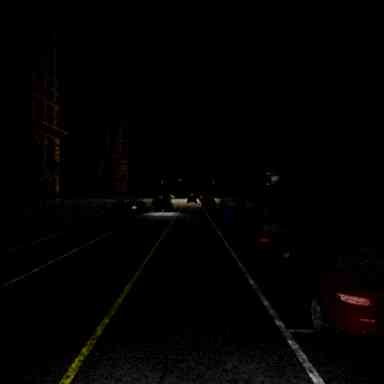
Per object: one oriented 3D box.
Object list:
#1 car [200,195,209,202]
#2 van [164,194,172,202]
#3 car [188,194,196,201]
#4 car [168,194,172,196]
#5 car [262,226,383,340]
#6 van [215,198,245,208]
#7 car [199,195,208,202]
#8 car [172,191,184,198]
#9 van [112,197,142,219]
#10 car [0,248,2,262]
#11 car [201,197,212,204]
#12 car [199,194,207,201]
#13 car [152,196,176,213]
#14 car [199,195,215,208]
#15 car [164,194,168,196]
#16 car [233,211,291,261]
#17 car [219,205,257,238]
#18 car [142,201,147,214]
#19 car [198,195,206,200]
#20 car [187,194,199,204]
[{"bbox_3d":[2.745,1.516,74.232,1.752,1.417,4.829,0,0,0],"label":"car"},{"bbox_3d":[-5.782,1.328,79.700,1.690,1.788,3.998,0,0,0],"label":"van"},{"bbox_3d":[-0.017,1.372,85.202,2.128,1.511,4.902,0,0,0],"label":"car"},{"bbox_3d":[-5.779,1.560,68.418,1.947,1.339,4.313,0,0,0],"label":"car"},{"bbox_3d":[2.758,1.583,6.374,1.802,1.307,4.206,0,0,0],"label":"car"},{"bbox_3d":[2.754,1.343,23.296,1.690,1.788,3.998,0,0,0],"label":"van"},{"bbox_3d":[2.744,1.538,79.703,2.008,1.369,4.403,0,0,0],"label":"car"},{"bbox_3d":[-3.016,0.827,79.054,2.150,2.045,5.566,0,0,0],"label":"car"},{"bbox_3d":[-5.773,1.343,28.932,1.690,1.788,3.998,0,0,0],"label":"van"},{"bbox_3d":[-5.768,1.316,6.368,2.192,1.841,5.009,0,0,0],"label":"car"},{"bbox_3d":[2.747,1.564,62.780,1.947,1.339,4.313,0,0,0],"label":"car"},{"bbox_3d":[2.743,1.422,85.344,1.967,1.590,4.097,0,0,0],"label":"car"},{"bbox_3d":[-3.105,1.550,37.962,2.033,1.411,5.357,0,0,0],"label":"car"},{"bbox_3d":[2.351,1.479,47.595,1.882,1.535,5.008,0,0,0],"label":"car"},{"bbox_3d":[-5.777,1.440,57.136,1.967,1.590,4.097,0,0,0],"label":"car"},{"bbox_3d":[2.757,1.583,12.014,1.802,1.307,4.206,0,0,0],"label":"car"},{"bbox_3d":[2.756,1.568,17.655,1.947,1.339,4.313,0,0,0],"label":"car"},{"bbox_3d":[-5.773,1.547,34.573,1.887,1.381,4.507,0,0,0],"label":"car"},{"bbox_3d":[2.742,1.527,90.985,2.008,1.369,4.403,0,0,0],"label":"car"},{"bbox_3d":[-0.013,1.520,65.890,1.812,1.442,4.674,0,0,0],"label":"car"}]
